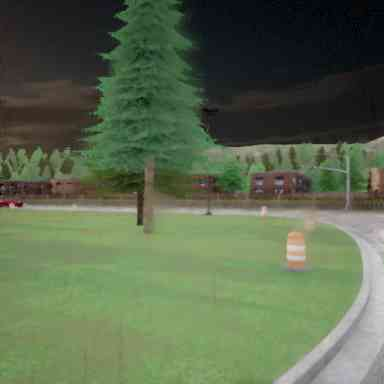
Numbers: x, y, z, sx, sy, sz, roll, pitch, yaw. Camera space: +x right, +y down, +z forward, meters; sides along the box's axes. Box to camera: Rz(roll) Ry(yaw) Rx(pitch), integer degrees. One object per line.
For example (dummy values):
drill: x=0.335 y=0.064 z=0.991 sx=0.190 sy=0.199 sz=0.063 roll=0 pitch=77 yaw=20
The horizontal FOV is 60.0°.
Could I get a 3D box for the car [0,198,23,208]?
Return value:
car: x=-35.741 y=2.108 z=65.371 sx=5.566 sy=2.045 sz=2.150 roll=0 pitch=-1 yaw=26
